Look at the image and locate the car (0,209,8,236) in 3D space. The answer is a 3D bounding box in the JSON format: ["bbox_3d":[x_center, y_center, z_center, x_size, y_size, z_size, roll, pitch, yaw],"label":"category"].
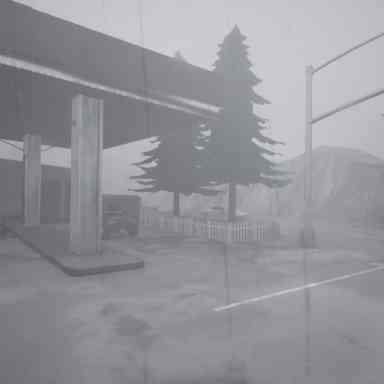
[{"bbox_3d":[-11.665,1.520,18.470,2.242,1.667,4.611,1,0,-36],"label":"car"}]

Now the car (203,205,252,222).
[{"bbox_3d":[2.741,1.764,26.906,1.812,1.442,4.674,1,0,-36],"label":"car"}]

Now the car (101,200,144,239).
[{"bbox_3d":[-4.534,1.446,18.268,1.905,1.878,3.866,1,0,-36],"label":"car"}]

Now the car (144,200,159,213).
[{"bbox_3d":[-5.899,1.683,39.151,2.033,1.411,5.357,1,0,-35],"label":"car"}]
